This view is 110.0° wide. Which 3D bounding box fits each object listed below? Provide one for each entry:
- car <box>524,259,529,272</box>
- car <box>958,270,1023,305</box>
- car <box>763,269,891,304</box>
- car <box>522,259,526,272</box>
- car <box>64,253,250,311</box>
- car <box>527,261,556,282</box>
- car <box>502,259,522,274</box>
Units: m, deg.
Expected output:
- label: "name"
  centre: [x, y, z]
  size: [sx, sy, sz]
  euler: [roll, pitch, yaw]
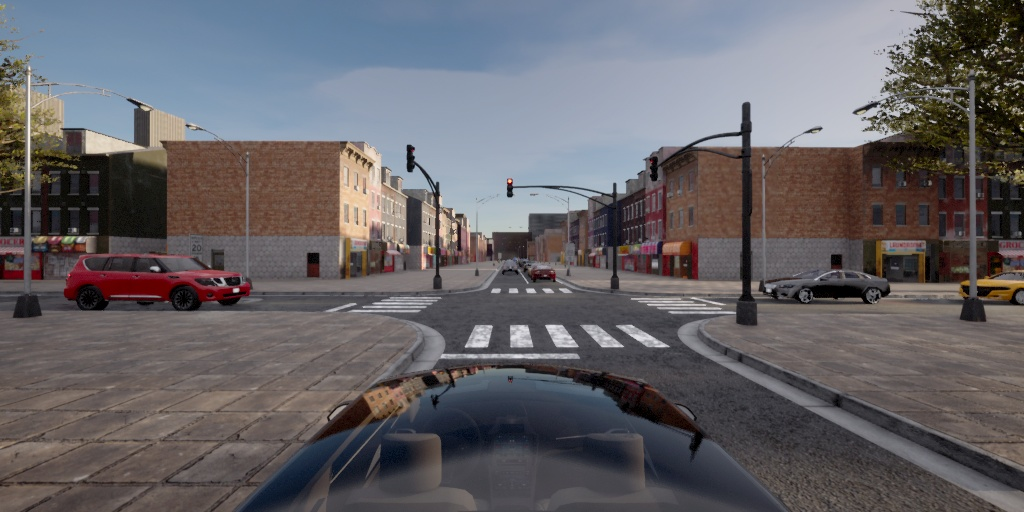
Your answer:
- label: "car"
  centre: [2.384, 1.299, 34.494]
  size: [1.751, 1.417, 4.829]
  euler: [0, 0, 0]
- label: "car"
  centre: [23.719, 1.388, 16.462]
  size: [5.008, 1.535, 1.882]
  euler: [0, 0, 0]
- label: "car"
  centre: [14.268, 1.333, 16.437]
  size: [4.902, 1.511, 2.128]
  euler: [0, 0, 1]
- label: "car"
  centre: [2.297, 1.364, 45.683]
  size: [1.948, 1.339, 4.313]
  euler: [0, 0, 0]
- label: "car"
  centre: [-13.106, 0.928, 13.443]
  size: [5.566, 2.045, 2.150]
  euler: [0, 0, 0]
- label: "car"
  centre: [2.430, 1.311, 28.646]
  size: [1.888, 1.381, 4.507]
  euler: [0, 0, 0]
- label: "car"
  centre: [-0.214, 1.338, 42.580]
  size: [2.033, 1.411, 5.357]
  euler: [0, 0, 0]
